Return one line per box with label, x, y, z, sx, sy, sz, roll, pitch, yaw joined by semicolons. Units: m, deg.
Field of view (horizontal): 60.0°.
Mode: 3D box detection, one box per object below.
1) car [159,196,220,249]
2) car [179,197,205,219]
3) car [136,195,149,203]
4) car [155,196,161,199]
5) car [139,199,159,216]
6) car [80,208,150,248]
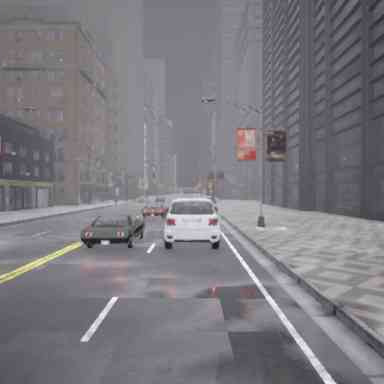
car;0.000;1.255;14.680;2.150;2.045;5.566;0;0;0
car;0.000;1.359;29.619;2.097;1.767;4.553;0;0;0
car;-9.764;1.324;66.228;2.097;1.767;4.553;0;0;0
car;-6.500;1.588;68.979;2.033;1.411;5.357;0;0;0
car;-3.250;1.609;29.679;1.895;1.301;4.718;0;0;0
car;-3.250;1.613;14.679;1.895;1.301;4.718;0;0;0
